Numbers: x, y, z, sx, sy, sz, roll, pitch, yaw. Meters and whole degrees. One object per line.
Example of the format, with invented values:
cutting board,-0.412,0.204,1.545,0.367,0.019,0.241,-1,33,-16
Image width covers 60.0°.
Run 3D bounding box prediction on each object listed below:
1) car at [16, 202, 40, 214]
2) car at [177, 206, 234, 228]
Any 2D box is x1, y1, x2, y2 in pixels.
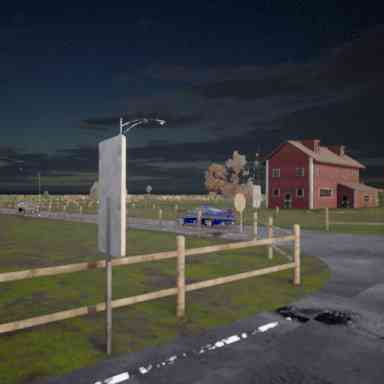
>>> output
car,-23.456,2.210,47.537,2.097,1.767,4.553,0,-1,-43
car,0.918,1.809,25.228,1.882,1.535,5.008,1,-1,-42
